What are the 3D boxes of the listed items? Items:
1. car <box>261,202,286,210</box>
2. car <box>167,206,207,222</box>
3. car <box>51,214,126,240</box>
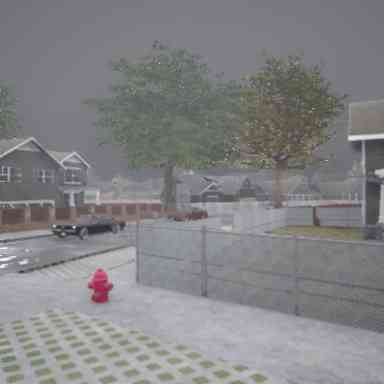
[{"bbox_3d":[11.687,2.186,47.462,2.097,1.767,4.553,0,-1,42],"label":"car"},{"bbox_3d":[-0.415,2.057,30.944,1.882,1.535,5.008,0,-1,31],"label":"car"},{"bbox_3d":[-6.083,2.009,20.081,1.895,1.301,4.718,0,-1,25],"label":"car"}]
